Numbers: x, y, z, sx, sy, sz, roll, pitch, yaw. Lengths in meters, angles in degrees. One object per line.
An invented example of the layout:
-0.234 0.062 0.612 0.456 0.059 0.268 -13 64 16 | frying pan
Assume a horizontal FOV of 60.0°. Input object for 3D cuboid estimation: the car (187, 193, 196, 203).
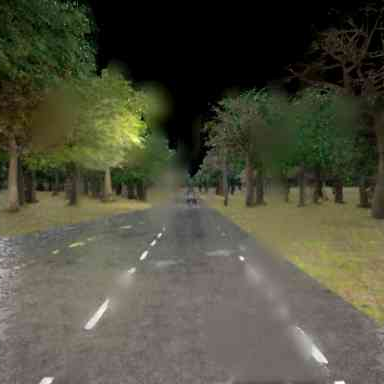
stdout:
-0.068 1.613 70.783 1.837 1.490 4.892 0 0 0 | car
